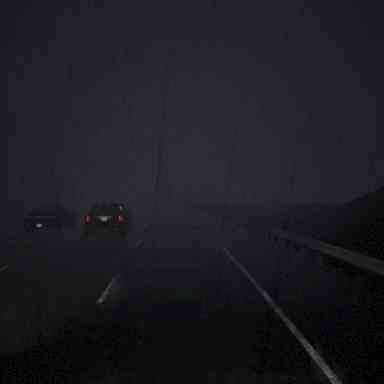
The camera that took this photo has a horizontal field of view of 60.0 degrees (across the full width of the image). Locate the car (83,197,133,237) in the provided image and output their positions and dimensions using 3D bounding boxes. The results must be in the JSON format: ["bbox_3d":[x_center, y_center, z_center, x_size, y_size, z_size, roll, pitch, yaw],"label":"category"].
[{"bbox_3d":[-4.465,1.355,18.281,2.097,1.767,4.553,0,0,-5],"label":"car"}]

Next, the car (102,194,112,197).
[{"bbox_3d":[-23.717,1.341,92.670,1.882,1.535,5.008,0,0,-30],"label":"car"}]

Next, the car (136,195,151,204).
[{"bbox_3d":[-8.944,1.351,61.471,2.097,1.767,4.553,0,0,-19],"label":"car"}]

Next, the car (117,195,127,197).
[{"bbox_3d":[-16.395,1.334,77.765,1.882,1.535,5.008,0,0,-25],"label":"car"}]

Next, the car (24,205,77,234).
[{"bbox_3d":[-8.093,1.501,19.443,2.128,1.511,4.902,0,0,-6],"label":"car"}]
